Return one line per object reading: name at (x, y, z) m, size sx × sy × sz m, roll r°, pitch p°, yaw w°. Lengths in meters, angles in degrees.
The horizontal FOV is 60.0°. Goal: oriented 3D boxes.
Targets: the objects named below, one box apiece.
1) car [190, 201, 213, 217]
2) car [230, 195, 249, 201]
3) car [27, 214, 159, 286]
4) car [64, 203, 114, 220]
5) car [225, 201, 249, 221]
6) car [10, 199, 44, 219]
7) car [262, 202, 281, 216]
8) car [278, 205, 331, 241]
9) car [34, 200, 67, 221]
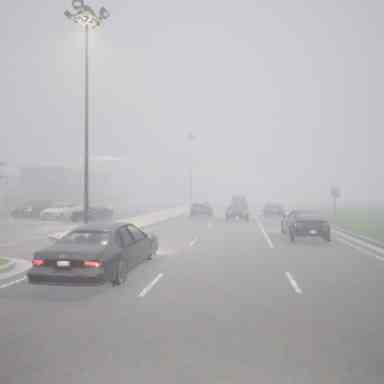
car at (0.985, 1.646, 32.600) m, size 2.128 × 1.511 × 4.902 m, roll 0°, pitch 0°, yaw 9°
car at (6.146, 1.428, 43.342) m, size 2.150 × 2.045 × 5.566 m, roll 0°, pitch -1°, yaw 9°
car at (-2.416, 1.592, 9.607) m, size 2.033 × 1.411 × 5.357 m, roll 0°, pitch 0°, yaw 8°
car at (-8.124, 1.726, 27.227) m, size 1.895 × 1.301 × 4.718 m, roll 0°, pitch 0°, yaw 9°
car at (3.912, 1.738, 28.555) m, size 1.895 × 1.301 × 4.718 m, roll 0°, pitch 0°, yaw 9°
car at (-14.637, 1.492, 30.956) m, size 2.097 × 1.767 × 4.553 m, roll 0°, pitch 0°, yaw 9°
car at (8.274, 1.728, 33.984) m, size 1.994 × 1.385 × 4.181 m, roll 0°, pitch 0°, yaw 9°
car at (5.733, 1.609, 17.057) m, size 1.812 × 1.442 × 4.674 m, roll 0°, pitch 0°, yaw 8°
car at (-11.359, 1.658, 29.152) m, size 1.812 × 1.442 × 4.674 m, roll 0°, pitch 0°, yaw 8°
